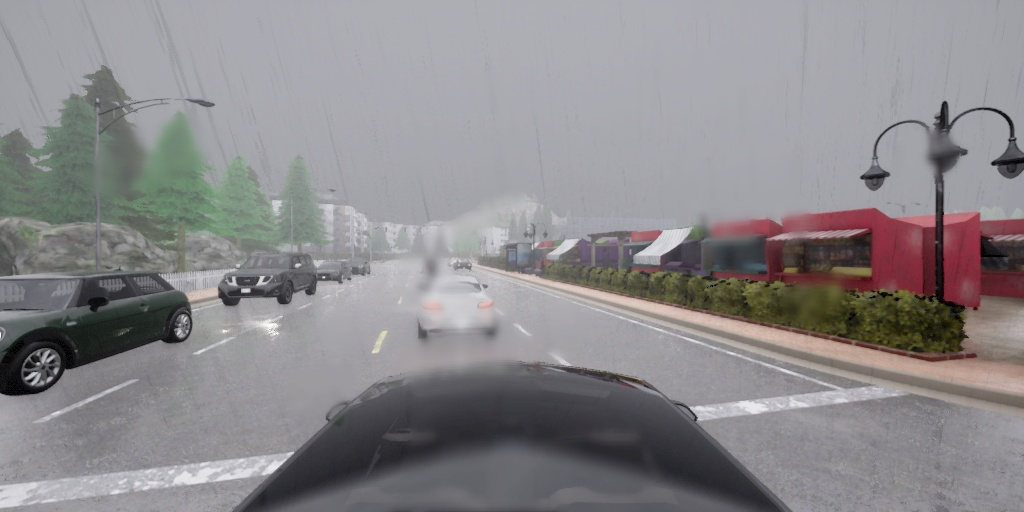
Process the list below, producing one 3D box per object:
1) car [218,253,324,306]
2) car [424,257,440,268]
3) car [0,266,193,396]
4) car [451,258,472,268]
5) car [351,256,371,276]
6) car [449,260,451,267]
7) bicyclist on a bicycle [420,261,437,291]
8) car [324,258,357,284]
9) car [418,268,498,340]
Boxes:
[{"bbox_3d":[-10.318,0.888,15.721,2.150,2.045,5.566,0,0,-13],"label":"car"},{"bbox_3d":[-11.375,0.936,50.812,1.837,1.490,4.892,0,0,-13],"label":"car"},{"bbox_3d":[-8.078,1.081,6.297,2.097,1.767,4.553,0,0,-13],"label":"car"},{"bbox_3d":[-6.070,1.078,43.806,1.895,1.301,4.718,0,0,-13],"label":"car"},{"bbox_3d":[-14.530,0.901,33.317,2.097,1.767,4.553,0,0,-13],"label":"car"},{"bbox_3d":[-8.178,0.944,52.667,1.812,1.442,4.674,0,0,-13],"label":"car"},{"bbox_3d":[-4.508,1.092,19.682,0.582,1.620,1.656,0,1,24],"label":"bicyclist on a bicycle"},{"bbox_3d":[-12.626,1.107,25.339,1.837,1.490,4.892,0,0,-13],"label":"car"},{"bbox_3d":[-1.573,1.230,9.862,1.812,1.442,4.674,0,0,-13],"label":"car"}]
